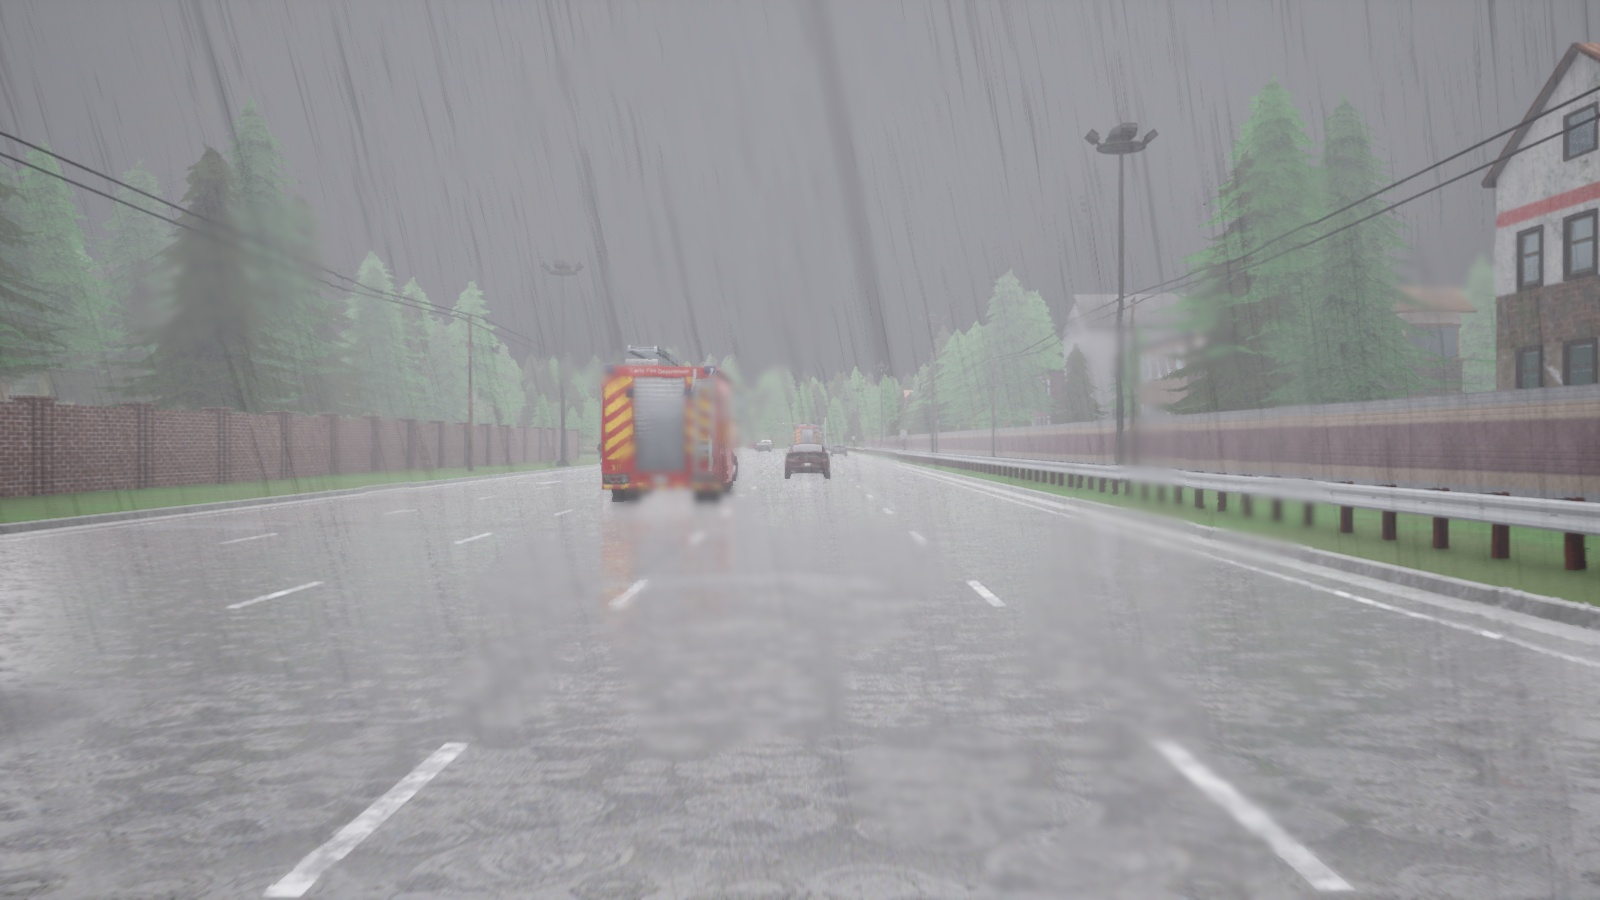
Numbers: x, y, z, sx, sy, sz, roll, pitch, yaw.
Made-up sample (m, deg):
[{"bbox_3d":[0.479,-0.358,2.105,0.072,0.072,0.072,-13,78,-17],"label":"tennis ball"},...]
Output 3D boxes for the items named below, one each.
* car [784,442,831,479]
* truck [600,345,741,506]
[{"bbox_3d":[0.322,0.421,53.748,1.882,1.535,5.008,0,0,0],"label":"car"},{"bbox_3d":[-3.289,-0.613,34.172,2.891,3.827,8.468,0,0,0],"label":"truck"}]
